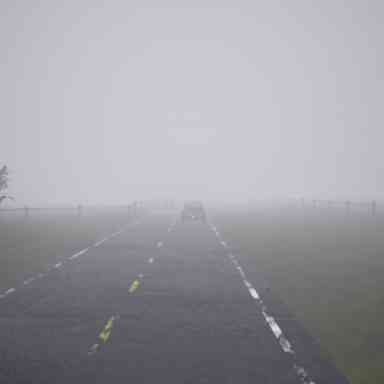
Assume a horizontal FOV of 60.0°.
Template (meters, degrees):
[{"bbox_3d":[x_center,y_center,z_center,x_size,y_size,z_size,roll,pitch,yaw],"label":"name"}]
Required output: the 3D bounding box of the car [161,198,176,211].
[{"bbox_3d":[-2.787,1.532,42.248,1.837,1.490,4.892,0,0,1],"label":"car"}]

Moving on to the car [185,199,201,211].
[{"bbox_3d":[0.107,1.627,42.725,1.895,1.301,4.718,0,0,0],"label":"car"}]

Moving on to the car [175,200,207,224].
[{"bbox_3d":[0.104,1.506,24.968,2.128,1.511,4.902,0,0,0],"label":"car"}]
